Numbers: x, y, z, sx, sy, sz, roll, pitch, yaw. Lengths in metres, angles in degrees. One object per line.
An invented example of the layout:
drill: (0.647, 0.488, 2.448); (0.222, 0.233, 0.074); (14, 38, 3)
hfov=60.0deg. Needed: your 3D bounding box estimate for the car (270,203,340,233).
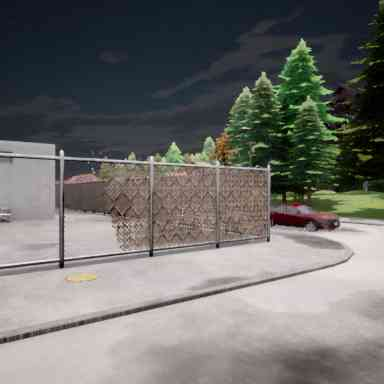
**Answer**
car: (6.399, 1.478, 20.142); (1.882, 1.535, 5.008); (0, 0, -35)
